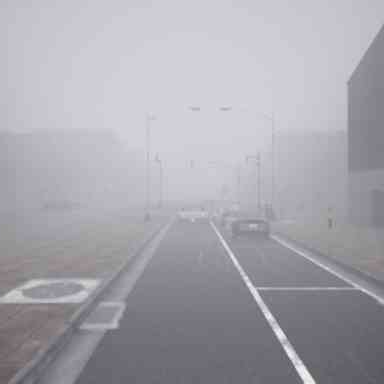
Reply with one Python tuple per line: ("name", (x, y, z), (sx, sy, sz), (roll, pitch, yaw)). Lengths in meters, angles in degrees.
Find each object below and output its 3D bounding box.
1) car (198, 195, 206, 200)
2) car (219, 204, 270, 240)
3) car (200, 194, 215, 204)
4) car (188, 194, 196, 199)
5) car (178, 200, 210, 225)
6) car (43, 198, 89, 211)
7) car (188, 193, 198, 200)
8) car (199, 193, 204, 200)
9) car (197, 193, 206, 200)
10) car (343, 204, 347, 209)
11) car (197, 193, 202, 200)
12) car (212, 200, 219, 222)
("car", (2.619, 1.367, 85.166), (1.947, 1.339, 4.313), (0, 0, 0))
("car", (2.637, 1.493, 16.383), (1.947, 1.339, 4.313), (0, 0, 0))
("car", (2.629, 1.371, 51.089), (1.887, 1.381, 4.507), (0, 0, 0))
("car", (-0.019, 1.190, 91.229), (1.994, 1.385, 4.181), (0, 0, 0))
("car", (0.074, 1.503, 23.352), (1.895, 1.301, 4.718), (0, 0, 0))
("car", (-13.599, 1.341, 36.007), (4.674, 1.442, 1.812), (0, 0, 0))
("car", (-0.017, 1.330, 80.807), (2.033, 1.411, 5.357), (0, 0, 0))
("car", (2.627, 1.341, 56.939), (1.752, 1.417, 4.829), (0, 0, 0))
("car", (2.618, 1.119, 90.847), (2.192, 1.841, 5.009), (0, 0, 0))
("car", (20.598, 1.534, 38.766), (5.357, 1.411, 2.033), (0, 0, 0))
("car", (2.624, 1.368, 68.128), (1.947, 1.339, 4.313), (0, 0, 0))
("car", (2.636, 1.457, 22.059), (2.008, 1.369, 4.403), (0, 0, 0))
